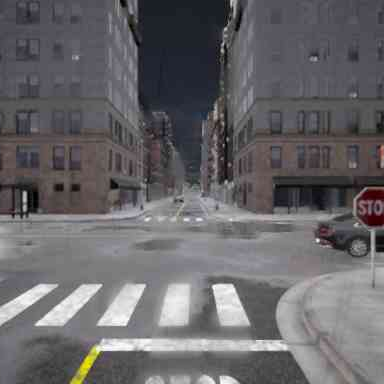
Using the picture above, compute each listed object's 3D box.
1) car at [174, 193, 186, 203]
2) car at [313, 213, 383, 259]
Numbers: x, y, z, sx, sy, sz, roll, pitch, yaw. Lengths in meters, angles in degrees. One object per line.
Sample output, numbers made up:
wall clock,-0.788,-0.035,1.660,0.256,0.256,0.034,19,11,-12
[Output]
car,-2.721,1.470,69.103,1.882,1.535,5.008,0,0,0
car,6.947,1.494,11.991,4.892,1.490,1.837,0,0,0
